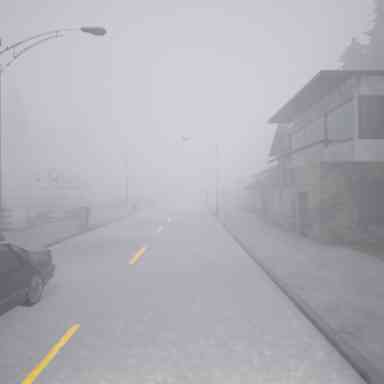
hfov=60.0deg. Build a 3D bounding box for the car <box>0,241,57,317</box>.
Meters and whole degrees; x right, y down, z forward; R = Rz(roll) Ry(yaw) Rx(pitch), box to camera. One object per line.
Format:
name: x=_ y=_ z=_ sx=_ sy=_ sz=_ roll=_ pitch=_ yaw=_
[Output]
car: x=-4.037 y=1.566 z=5.351 sx=2.033 sy=1.411 sz=5.357 roll=0 pitch=0 yaw=1
